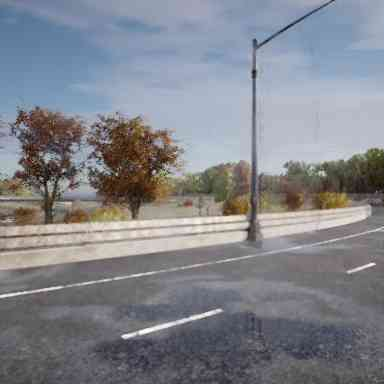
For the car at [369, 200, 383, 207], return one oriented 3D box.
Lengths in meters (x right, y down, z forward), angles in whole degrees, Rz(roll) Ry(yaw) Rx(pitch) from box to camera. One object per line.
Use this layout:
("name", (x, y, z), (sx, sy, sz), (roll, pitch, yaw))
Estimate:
("car", (37.908, 2.362, 68.443), (2.128, 1.511, 4.902), (0, -1, 11))
